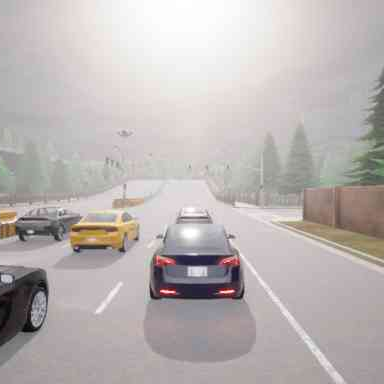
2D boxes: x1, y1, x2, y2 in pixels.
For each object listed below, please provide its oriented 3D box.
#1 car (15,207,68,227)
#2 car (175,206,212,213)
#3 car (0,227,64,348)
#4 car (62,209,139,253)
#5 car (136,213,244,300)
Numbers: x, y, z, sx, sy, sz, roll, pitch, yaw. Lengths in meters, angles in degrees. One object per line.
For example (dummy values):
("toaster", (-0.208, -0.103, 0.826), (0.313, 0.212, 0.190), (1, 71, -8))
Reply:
("car", (-6.902, 1.491, 16.646), (2.128, 1.511, 4.902), (0, 0, 0))
("car", (0.097, 1.492, 17.534), (2.128, 1.511, 4.902), (0, 0, 0))
("car", (-3.399, 1.478, 3.782), (1.882, 1.535, 5.008), (0, 0, 0))
("car", (-3.401, 1.478, 13.798), (1.882, 1.535, 5.008), (0, 0, 0))
("car", (0.100, 1.504, 8.444), (2.163, 1.488, 4.792), (0, 0, 0))
